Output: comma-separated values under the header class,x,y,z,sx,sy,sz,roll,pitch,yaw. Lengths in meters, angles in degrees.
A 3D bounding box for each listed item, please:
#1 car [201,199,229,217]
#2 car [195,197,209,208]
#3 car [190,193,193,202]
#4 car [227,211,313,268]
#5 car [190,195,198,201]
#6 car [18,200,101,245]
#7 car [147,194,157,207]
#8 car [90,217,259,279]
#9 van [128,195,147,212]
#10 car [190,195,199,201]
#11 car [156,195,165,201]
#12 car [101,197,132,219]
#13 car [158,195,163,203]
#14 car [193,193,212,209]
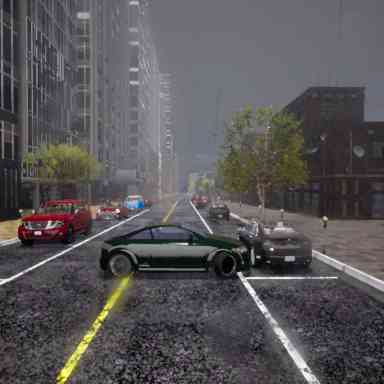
class,x,y,z,sx,sy,sz,roll,pitch,yaw
car,2.047,1.543,26.952,2.008,1.369,4.403,-1,0,-1
car,1.456,1.509,49.988,1.752,1.417,4.829,-1,0,-1
car,0.899,1.291,71.949,2.192,1.841,5.009,-1,0,-1
car,2.564,1.548,11.092,2.008,1.369,4.403,-1,0,-1
car,0.486,1.551,88.547,1.802,1.307,4.206,-1,0,-1
car,-6.170,1.310,15.689,2.192,1.841,5.009,-1,0,-1
car,-6.921,1.299,49.617,2.192,1.841,5.009,-1,0,-1
car,-0.455,1.557,9.490,4.181,1.385,1.994,0,0,-1
van,-6.643,1.329,38.551,1.690,1.788,3.998,-1,0,-1
car,0.625,1.537,83.014,1.947,1.339,4.313,-1,0,-1
car,-7.749,1.497,82.645,1.752,1.417,4.829,-1,0,-1
car,-6.356,1.432,26.757,1.967,1.590,4.097,-1,0,-1
car,-7.336,1.522,66.216,1.887,1.381,4.507,-1,0,-1
car,1.595,1.301,44.285,2.192,1.841,5.009,-1,0,-1
